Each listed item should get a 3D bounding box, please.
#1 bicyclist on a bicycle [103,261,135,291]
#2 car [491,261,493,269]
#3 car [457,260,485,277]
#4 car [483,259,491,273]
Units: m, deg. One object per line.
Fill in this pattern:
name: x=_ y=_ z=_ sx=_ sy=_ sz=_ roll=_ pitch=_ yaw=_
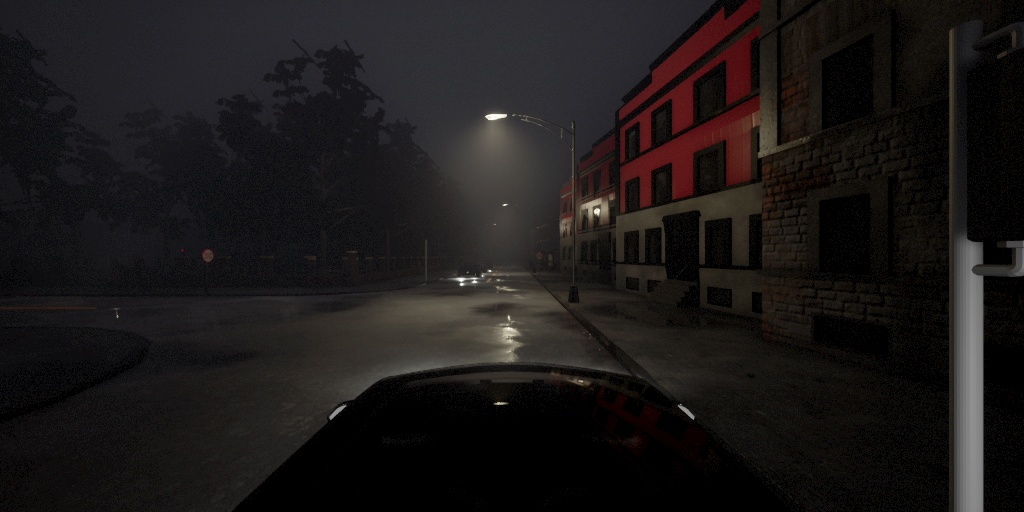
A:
bicyclist on a bicycle: x=-21.814 y=1.099 z=19.934 sx=0.582 sy=1.620 sz=1.656 roll=0 pitch=0 yaw=0
car: x=-3.969 y=1.228 z=54.359 sx=1.882 sy=1.535 sz=5.008 roll=0 pitch=0 yaw=0
car: x=-4.035 y=1.314 z=34.656 sx=1.994 sy=1.385 sz=4.181 roll=0 pitch=0 yaw=0
car: x=-4.016 y=1.297 z=43.948 sx=2.033 sy=1.411 sz=5.357 roll=0 pitch=0 yaw=0
